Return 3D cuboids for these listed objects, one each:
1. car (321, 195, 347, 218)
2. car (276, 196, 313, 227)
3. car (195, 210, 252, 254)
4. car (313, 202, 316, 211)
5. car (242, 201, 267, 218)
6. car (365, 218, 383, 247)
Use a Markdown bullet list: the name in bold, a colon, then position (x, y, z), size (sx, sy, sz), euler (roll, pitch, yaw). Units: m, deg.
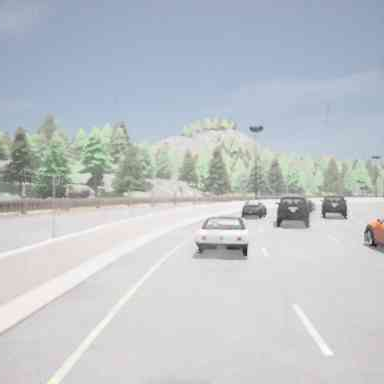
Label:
- **car**: position (13.742, 1.352, 32.171), size (2.150, 2.045, 5.566), euler (0, 0, 22)
- **car**: position (7.325, 1.313, 24.217), size (2.150, 2.045, 5.566), euler (0, 0, 16)
- **car**: position (1.365, 1.644, 13.698), size (1.895, 1.301, 4.718), euler (0, 0, 9)
- **car**: position (13.959, 1.634, 40.867), size (1.882, 1.535, 5.008), euler (0, 0, 27)
- **car**: position (5.873, 1.597, 31.060), size (2.128, 1.511, 4.902), euler (0, 0, 19)
- **car**: position (8.286, 1.411, 12.470), size (2.097, 1.767, 4.553), euler (0, 0, 8)
